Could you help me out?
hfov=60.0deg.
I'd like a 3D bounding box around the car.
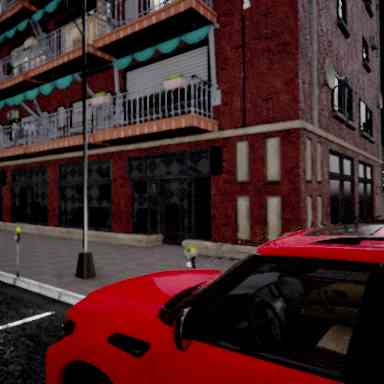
[{"bbox_3d":[1.276,1.232,2.297,5.566,2.045,2.150,-1,0,37],"label":"car"}]
